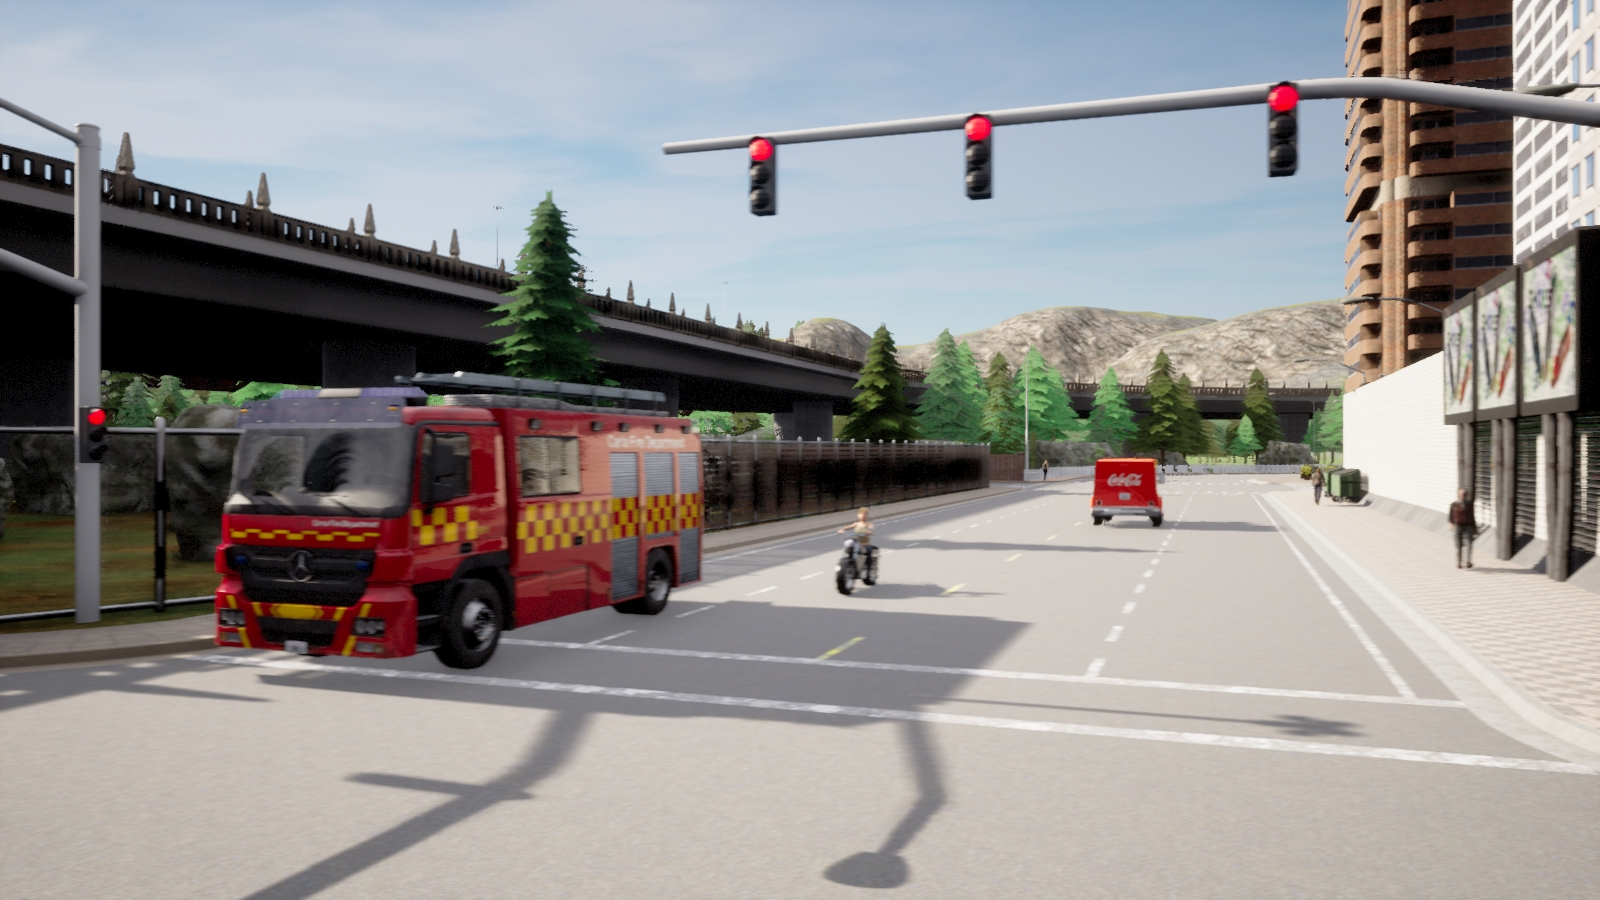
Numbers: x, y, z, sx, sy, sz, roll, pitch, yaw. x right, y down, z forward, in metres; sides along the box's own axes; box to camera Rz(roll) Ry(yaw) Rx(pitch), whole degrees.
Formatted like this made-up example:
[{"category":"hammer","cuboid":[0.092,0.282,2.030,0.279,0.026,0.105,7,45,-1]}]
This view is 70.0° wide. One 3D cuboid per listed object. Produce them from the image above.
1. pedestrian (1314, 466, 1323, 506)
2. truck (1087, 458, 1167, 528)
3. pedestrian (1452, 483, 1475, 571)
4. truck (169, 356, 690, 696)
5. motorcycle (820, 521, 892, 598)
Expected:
[{"category":"pedestrian","cuboid":[24.366,1.674,53.727,0.375,1.860,0.375,0,0,22]},{"category":"truck","cuboid":[12.579,1.543,43.644,2.627,2.467,5.204,0,0,19]},{"category":"pedestrian","cuboid":[14.345,1.655,24.698,0.375,1.860,0.375,0,0,21]},{"category":"truck","cuboid":[-4.817,0.854,17.308,2.891,3.827,8.468,0,0,20]},{"category":"motorcycle","cuboid":[1.148,2.133,22.705,0.764,1.277,2.356,0,0,20]}]
